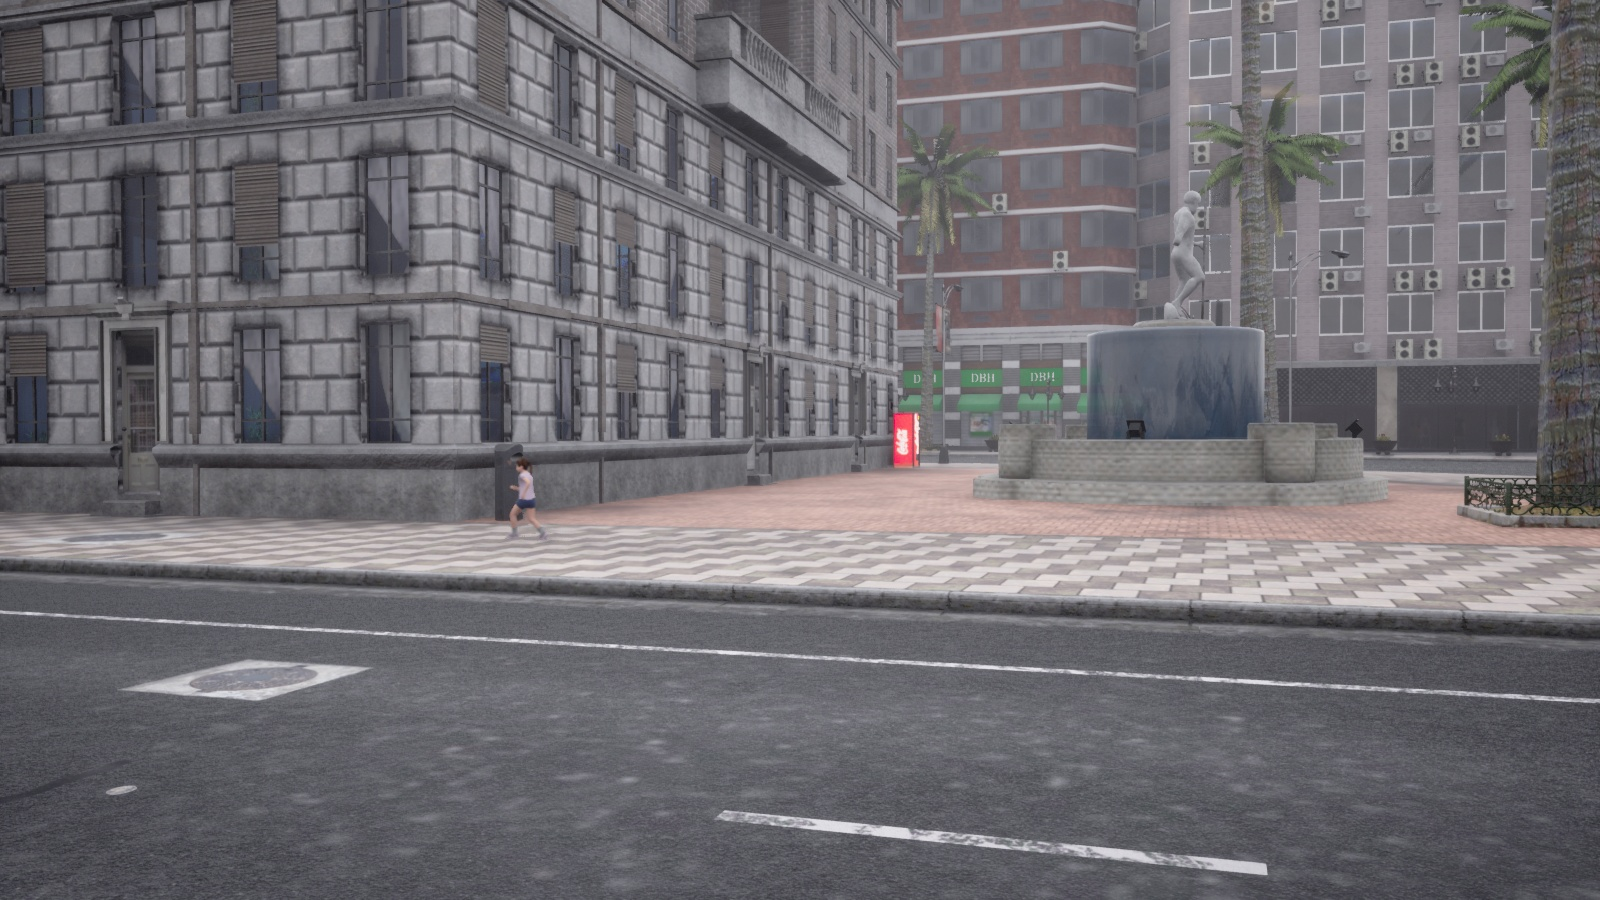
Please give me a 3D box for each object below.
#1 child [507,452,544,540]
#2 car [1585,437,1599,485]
[{"bbox_3d":[-3.557,0.590,16.253,0.394,1.110,0.255,1,1,21],"label":"child"},{"bbox_3d":[25.689,0.364,36.535,1.812,1.442,4.674,0,1,-21],"label":"car"}]
